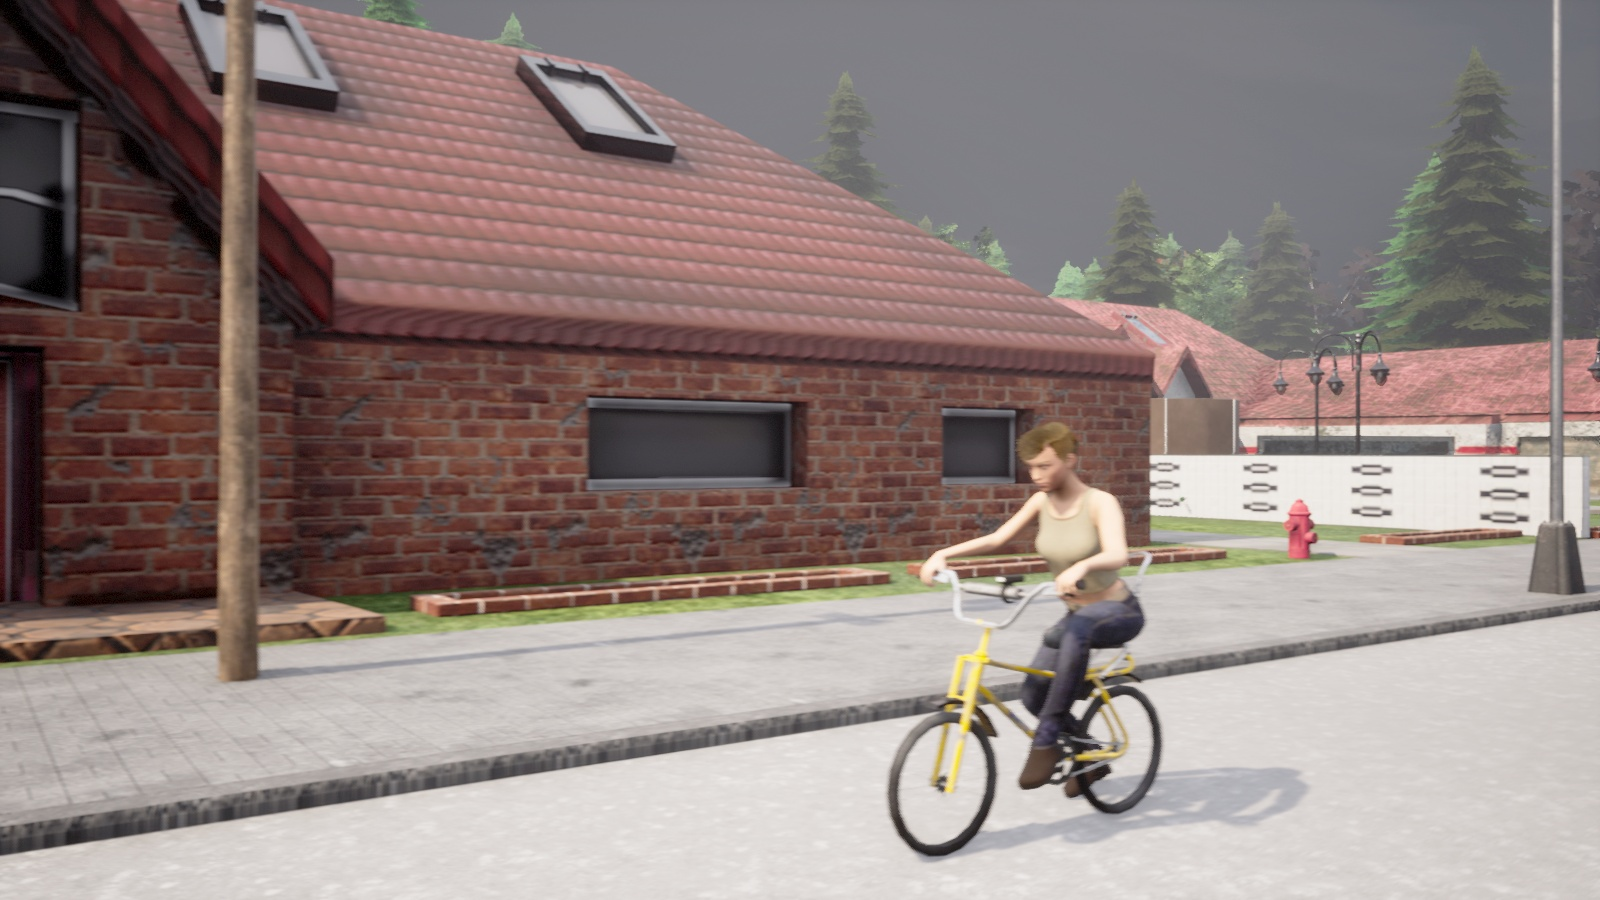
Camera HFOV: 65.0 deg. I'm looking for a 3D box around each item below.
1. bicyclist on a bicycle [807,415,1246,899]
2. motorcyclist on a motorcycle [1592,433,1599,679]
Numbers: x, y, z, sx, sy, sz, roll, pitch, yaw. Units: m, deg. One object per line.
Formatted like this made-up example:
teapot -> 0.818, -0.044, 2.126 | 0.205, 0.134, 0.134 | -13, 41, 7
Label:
bicyclist on a bicycle -> 0.896, 0.691, 4.891 | 1.509, 1.612, 0.866 | 0, 0, -35
motorcyclist on a motorcycle -> 6.510, 0.703, 8.801 | 2.350, 1.649, 0.766 | 0, 0, -35
